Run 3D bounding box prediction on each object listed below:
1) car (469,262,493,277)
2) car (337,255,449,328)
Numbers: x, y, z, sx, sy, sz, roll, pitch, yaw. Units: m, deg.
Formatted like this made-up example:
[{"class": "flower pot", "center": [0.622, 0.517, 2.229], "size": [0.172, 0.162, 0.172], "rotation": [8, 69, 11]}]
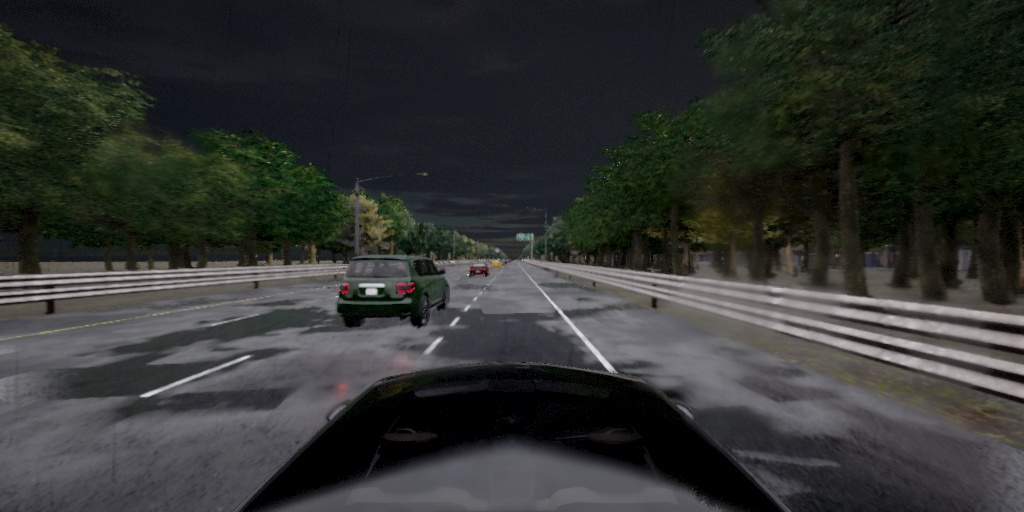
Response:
[{"class": "car", "center": [-3.438, 1.415, 38.734], "size": [1.882, 1.535, 5.008], "rotation": [0, 0, 0]}, {"class": "car", "center": [-3.499, 0.991, 11.623], "size": [2.150, 2.045, 5.566], "rotation": [0, 0, 0]}]
